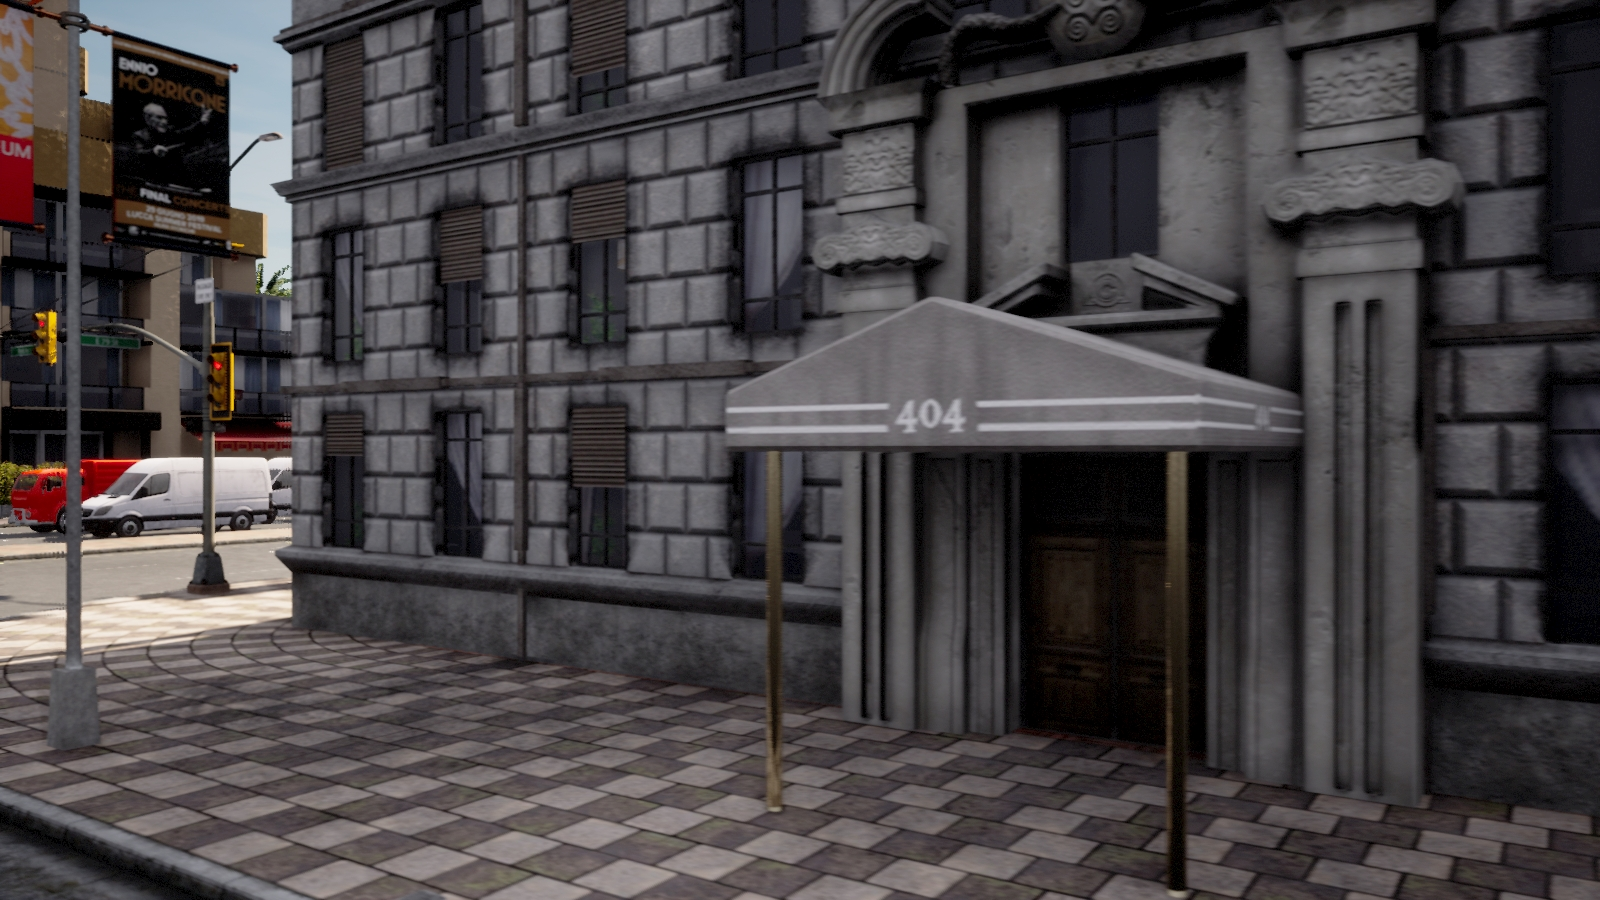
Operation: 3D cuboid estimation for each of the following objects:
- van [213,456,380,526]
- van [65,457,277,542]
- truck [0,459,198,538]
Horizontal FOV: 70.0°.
[{"bbox_3d":[-19.913,1.534,45.493,1.988,2.561,5.915,0,0,34],"label":"van"},{"bbox_3d":[-20.743,1.534,38.013,1.988,2.561,5.915,0,0,34],"label":"van"},{"bbox_3d":[-24.037,1.568,39.396,2.627,2.467,5.204,0,0,33],"label":"truck"}]
